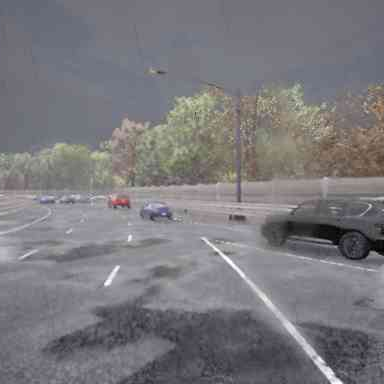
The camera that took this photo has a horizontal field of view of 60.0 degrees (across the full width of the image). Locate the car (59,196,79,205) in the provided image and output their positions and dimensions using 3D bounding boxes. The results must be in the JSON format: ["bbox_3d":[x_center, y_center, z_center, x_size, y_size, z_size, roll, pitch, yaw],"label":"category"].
[{"bbox_3d":[-23.561,1.639,62.664,1.837,1.490,4.892,0,0,-37],"label":"car"}]

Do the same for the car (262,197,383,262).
[{"bbox_3d":[5.128,1.203,12.376,2.150,2.045,5.566,-1,0,-33],"label":"car"}]

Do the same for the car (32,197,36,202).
[{"bbox_3d":[-39.136,1.758,85.116,4.892,1.490,1.837,0,0,39],"label":"car"}]

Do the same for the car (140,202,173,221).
[{"bbox_3d":[-3.007,1.542,27.586,1.812,1.442,4.674,-1,0,-22],"label":"car"}]

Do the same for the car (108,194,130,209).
[{"bbox_3d":[-10.069,1.277,45.866,2.150,2.045,5.566,0,0,-25],"label":"car"}]

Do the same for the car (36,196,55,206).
[{"bbox_3d":[-26.418,1.654,60.641,1.882,1.535,5.008,0,0,-37],"label":"car"}]

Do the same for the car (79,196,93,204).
[{"bbox_3d":[-22.258,1.501,67.265,2.097,1.767,4.553,0,0,-33],"label":"car"}]
